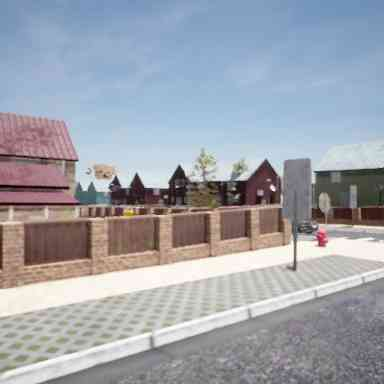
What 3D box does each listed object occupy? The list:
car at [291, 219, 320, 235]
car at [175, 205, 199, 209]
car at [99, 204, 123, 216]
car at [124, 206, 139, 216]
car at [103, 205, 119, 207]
[{"bbox_3d":[5.615,1.841,20.971,1.837,1.490,4.892,1,-2,-35],"label":"car"},{"bbox_3d":[-0.103,1.960,28.928,2.097,1.767,4.553,2,-2,-36],"label":"car"},{"bbox_3d":[-12.515,2.728,51.129,2.097,1.767,4.553,2,-2,-36],"label":"car"},{"bbox_3d":[-5.907,2.362,36.962,1.882,1.535,5.008,2,-2,-35],"label":"car"},{"bbox_3d":[-11.988,2.679,45.442,1.837,1.490,4.892,2,-2,-35],"label":"car"}]
